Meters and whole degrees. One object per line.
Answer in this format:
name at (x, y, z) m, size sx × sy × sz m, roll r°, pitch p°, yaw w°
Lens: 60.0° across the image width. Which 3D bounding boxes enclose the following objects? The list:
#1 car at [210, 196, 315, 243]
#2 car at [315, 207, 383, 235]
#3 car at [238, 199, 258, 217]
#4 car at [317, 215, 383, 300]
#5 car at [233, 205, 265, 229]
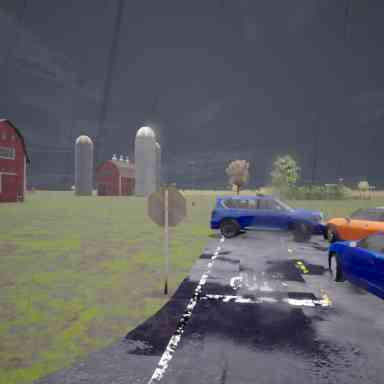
car at (3.628, 1.218, 16.348) m, size 5.566 × 2.045 × 2.150 m, roll 0°, pitch 0°, yaw 25°
car at (7.345, 1.366, 13.235) m, size 2.097 × 1.767 × 4.553 m, roll 0°, pitch 0°, yaw -16°
car at (5.504, 1.502, 33.003) m, size 1.837 × 1.490 × 4.892 m, roll 0°, pitch 0°, yaw 9°
car at (4.499, 1.480, 6.707) m, size 1.882 × 1.535 × 5.008 m, roll 0°, pitch 0°, yaw -1°
car at (3.849, 1.601, 22.696) m, size 1.895 × 1.301 × 4.718 m, roll 0°, pitch 0°, yaw 9°
